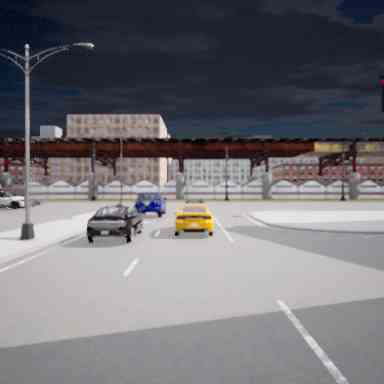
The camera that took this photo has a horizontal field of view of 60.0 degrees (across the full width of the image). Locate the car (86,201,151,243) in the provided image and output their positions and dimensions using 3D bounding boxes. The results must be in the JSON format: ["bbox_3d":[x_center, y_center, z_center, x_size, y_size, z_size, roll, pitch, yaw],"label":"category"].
[{"bbox_3d":[-3.399,1.373,15.401,2.128,1.511,4.902,0,0,0],"label":"car"}]

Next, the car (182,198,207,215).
[{"bbox_3d":[0.304,1.324,31.938,1.994,1.385,4.181,0,1,5],"label":"car"}]

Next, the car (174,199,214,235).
[{"bbox_3d":[0.102,1.344,17.711,1.882,1.535,5.008,0,1,0],"label":"car"}]

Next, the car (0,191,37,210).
[{"bbox_3d":[-21.060,0.941,37.392,5.566,2.045,2.150,0,0,0],"label":"car"}]

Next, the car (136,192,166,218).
[{"bbox_3d":[-3.455,1.009,28.224,2.150,2.045,5.566,0,0,0],"label":"car"}]

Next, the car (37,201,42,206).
[{"bbox_3d":[-21.472,1.239,40.898,5.357,1.411,2.033,0,0,0],"label":"car"}]
